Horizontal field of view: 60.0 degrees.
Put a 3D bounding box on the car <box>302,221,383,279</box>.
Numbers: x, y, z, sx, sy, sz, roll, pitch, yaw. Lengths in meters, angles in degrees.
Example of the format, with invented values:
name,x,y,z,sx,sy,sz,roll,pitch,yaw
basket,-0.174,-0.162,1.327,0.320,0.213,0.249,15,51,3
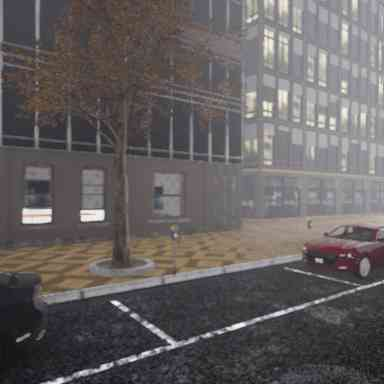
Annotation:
name,x,y,z,sx,sy,sz,roll,pitch,yaw
car,5.286,1.631,10.329,4.507,1.381,1.887,1,0,-35

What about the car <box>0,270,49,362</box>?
name,x,y,z,sx,sy,sz,roll,pitch,yaw
car,-3.996,1.540,3.710,4.403,1.369,2.008,1,0,-35
